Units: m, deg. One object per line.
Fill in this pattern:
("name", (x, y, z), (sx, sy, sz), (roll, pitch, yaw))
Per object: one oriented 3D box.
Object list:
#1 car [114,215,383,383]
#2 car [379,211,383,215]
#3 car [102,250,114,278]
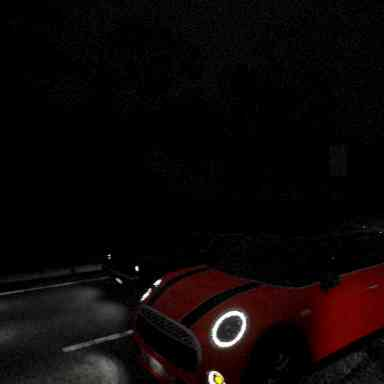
("car", (1.430, 1.352, 5.018), (4.553, 1.767, 2.097), (0, 0, -36))
("car", (9.437, 1.506, 14.964), (4.902, 1.511, 2.128), (0, 0, -36))
("car", (0.226, 1.600, 8.463), (4.718, 1.301, 1.895), (0, 0, -36))
